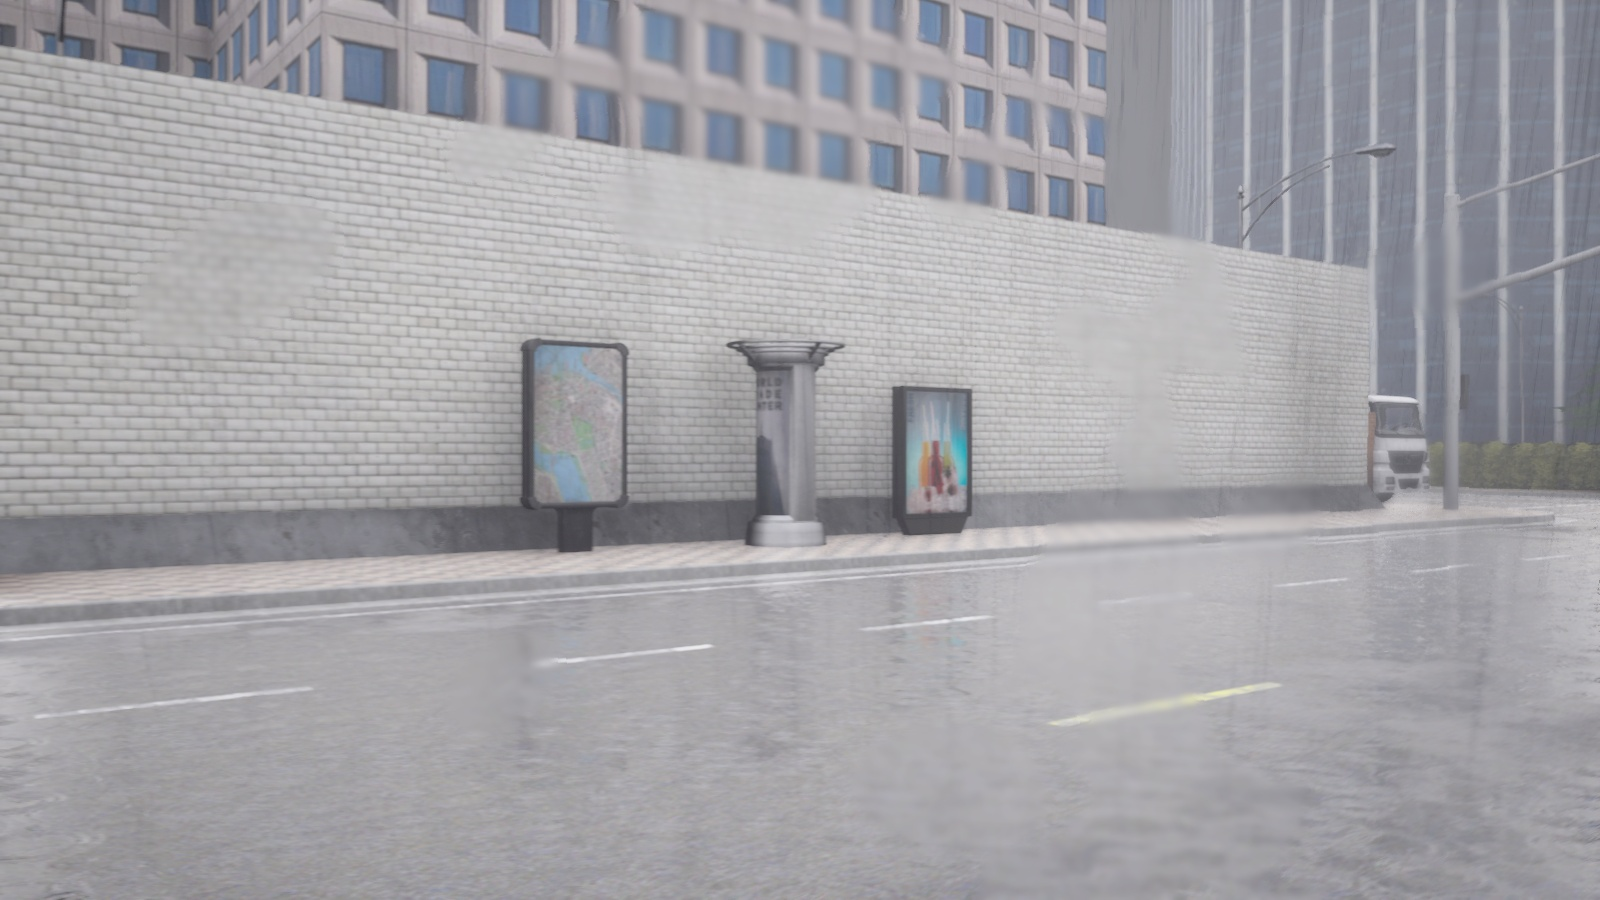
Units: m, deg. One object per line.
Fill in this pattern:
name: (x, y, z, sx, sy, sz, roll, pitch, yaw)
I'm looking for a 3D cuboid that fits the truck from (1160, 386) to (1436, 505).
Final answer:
truck: (15.807, -0.106, 40.502, 2.891, 3.462, 7.936, 0, 0, -36)
